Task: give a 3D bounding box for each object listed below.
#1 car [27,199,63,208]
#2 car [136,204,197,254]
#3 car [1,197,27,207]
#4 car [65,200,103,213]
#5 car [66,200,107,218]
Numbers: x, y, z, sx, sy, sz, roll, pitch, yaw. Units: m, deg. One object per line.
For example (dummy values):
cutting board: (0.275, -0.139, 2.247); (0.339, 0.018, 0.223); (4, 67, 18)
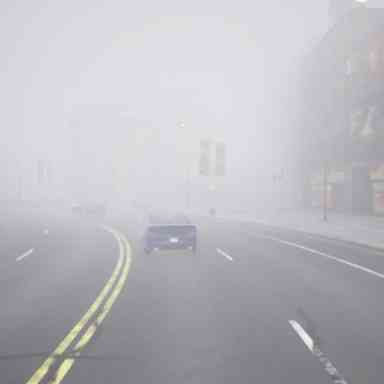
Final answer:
car: (-20.450, 1.561, 46.743); (4.718, 1.301, 1.895); (0, 0, 30)
car: (-1.109, 1.468, 13.614); (1.882, 1.535, 5.008); (0, 0, -12)
car: (-25.753, 1.485, 48.914); (4.674, 1.452, 2.002); (0, 0, 20)
car: (-12.237, 1.574, 37.573); (4.718, 1.301, 1.895); (0, 0, 40)
car: (-9.422, 1.470, 29.964); (2.128, 1.511, 4.902); (0, 0, -40)
